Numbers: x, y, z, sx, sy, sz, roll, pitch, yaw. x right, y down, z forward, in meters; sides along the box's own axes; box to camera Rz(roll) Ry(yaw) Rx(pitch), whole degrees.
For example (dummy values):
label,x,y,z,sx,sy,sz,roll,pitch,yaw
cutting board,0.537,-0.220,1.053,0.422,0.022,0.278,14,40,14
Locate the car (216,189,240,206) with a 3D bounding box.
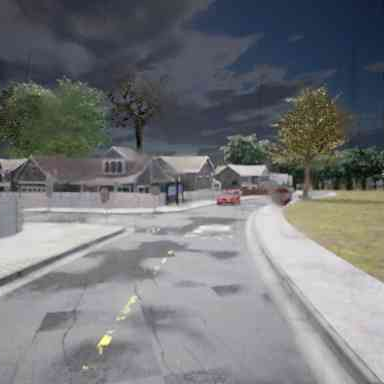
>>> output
label,x,y,z,sx,sy,sz,roll,pitch,yaw
car,4.660,0.748,42.012,2.150,2.045,5.566,1,3,19
